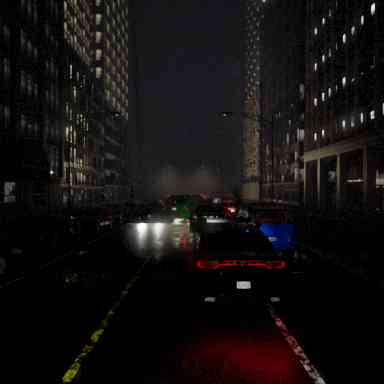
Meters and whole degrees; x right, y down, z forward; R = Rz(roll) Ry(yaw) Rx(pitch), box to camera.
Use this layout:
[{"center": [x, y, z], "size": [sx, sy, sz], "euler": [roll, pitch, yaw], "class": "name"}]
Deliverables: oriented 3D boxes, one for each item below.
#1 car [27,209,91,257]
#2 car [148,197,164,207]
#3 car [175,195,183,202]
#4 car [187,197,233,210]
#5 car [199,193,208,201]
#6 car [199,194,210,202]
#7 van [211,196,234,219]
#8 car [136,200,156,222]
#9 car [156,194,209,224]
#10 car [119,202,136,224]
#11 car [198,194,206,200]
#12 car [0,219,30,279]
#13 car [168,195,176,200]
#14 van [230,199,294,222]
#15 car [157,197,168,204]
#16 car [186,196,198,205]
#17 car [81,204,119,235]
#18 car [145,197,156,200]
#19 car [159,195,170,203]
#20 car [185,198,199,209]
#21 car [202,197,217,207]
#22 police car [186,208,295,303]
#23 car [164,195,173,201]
[{"center": [-5.688, 1.563, 12.958], "size": [1.947, 1.339, 4.313], "euler": [-1, 0, 0], "class": "car"}, {"center": [-5.654, 1.538, 52.743], "size": [2.008, 1.369, 4.403], "euler": [-1, 0, 0], "class": "car"}, {"center": [-2.937, 1.506, 75.695], "size": [1.812, 1.442, 4.674], "euler": [0, 0, 0], "class": "car"}, {"center": [0.913, 1.347, 18.269], "size": [2.097, 1.767, 4.553], "euler": [0, 0, 0], "class": "car"}, {"center": [2.748, 1.294, 81.155], "size": [2.192, 1.841, 5.009], "euler": [-1, 0, 0], "class": "car"}, {"center": [2.743, 1.296, 75.471], "size": [2.192, 1.841, 5.009], "euler": [-1, 0, 0], "class": "car"}, {"center": [2.705, 1.334, 30.002], "size": [1.690, 1.788, 3.998], "euler": [-1, 0, 0], "class": "van"}, {"center": [-3.078, 1.558, 25.997], "size": [1.994, 1.385, 4.181], "euler": [0, 0, 0], "class": "car"}, {"center": [-0.123, 1.214, 24.684], "size": [2.150, 2.045, 5.566], "euler": [-1, 0, 24], "class": "car"}, {"center": [-5.679, 1.545, 24.325], "size": [2.008, 1.369, 4.403], "euler": [-1, 0, 0], "class": "car"}, {"center": [2.759, 1.414, 92.522], "size": [1.967, 1.590, 4.097], "euler": [-1, 0, 0], "class": "car"}, {"center": [-5.693, 1.549, 7.274], "size": [2.008, 1.369, 4.403], "euler": [-1, 0, 0], "class": "car"}, {"center": [-5.621, 1.540, 92.529], "size": [1.947, 1.339, 4.313], "euler": [-1, 0, 0], "class": "car"}, {"center": [2.691, 1.338, 12.951], "size": [1.690, 1.788, 3.998], "euler": [-1, 0, 0], "class": "van"}, {"center": [-5.645, 1.566, 64.111], "size": [1.802, 1.307, 4.206], "euler": [-1, 0, 0], "class": "car"}, {"center": [0.049, 1.477, 59.310], "size": [2.128, 1.511, 4.902], "euler": [0, 0, 0], "class": "car"}, {"center": [-5.683, 1.540, 18.642], "size": [1.887, 1.381, 4.507], "euler": [-1, 0, 0], "class": "car"}, {"center": [-5.664, 1.541, 41.376], "size": [2.008, 1.369, 4.403], "euler": [-1, 0, 0], "class": "car"}, {"center": [-5.641, 1.422, 69.794], "size": [1.967, 1.590, 4.097], "euler": [-1, 0, 0], "class": "car"}, {"center": [0.055, 1.590, 46.021], "size": [1.895, 1.301, 4.718], "euler": [0, 0, 1], "class": "car"}, {"center": [2.726, 1.538, 52.736], "size": [2.008, 1.369, 4.403], "euler": [-1, 0, 0], "class": "car"}, {"center": [0.906, 1.423, 8.409], "size": [1.930, 1.638, 5.238], "euler": [0, 0, 0], "class": "police car"}, {"center": [-5.630, 1.504, 80.992], "size": [1.752, 1.417, 4.829], "euler": [-1, 0, 0], "class": "car"}]
